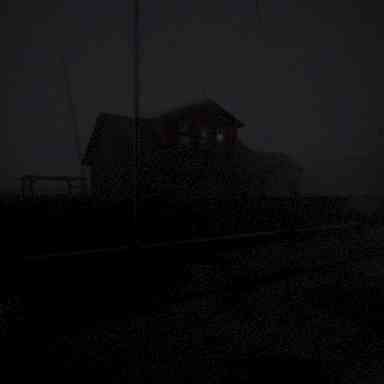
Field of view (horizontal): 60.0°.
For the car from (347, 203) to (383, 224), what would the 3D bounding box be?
[{"bbox_3d":[9.817,1.353,22.399,2.033,1.415,5.357,0,0,-33],"label":"car"}]
